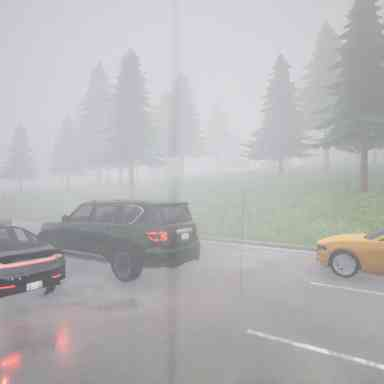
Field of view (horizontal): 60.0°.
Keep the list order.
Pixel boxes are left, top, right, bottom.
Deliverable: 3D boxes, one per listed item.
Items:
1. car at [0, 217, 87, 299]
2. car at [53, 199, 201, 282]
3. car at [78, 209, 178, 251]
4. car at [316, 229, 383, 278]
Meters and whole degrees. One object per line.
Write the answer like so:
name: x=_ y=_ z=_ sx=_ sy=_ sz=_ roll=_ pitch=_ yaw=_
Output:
car: x=-4.830 y=1.488 z=7.456 sx=4.902 sy=1.511 sz=2.128 roll=0 pitch=0 yaw=36
car: x=-2.357 y=1.219 z=9.990 sx=5.566 sy=2.045 sz=2.150 roll=0 pitch=0 yaw=35
car: x=-2.867 y=1.560 z=14.668 sx=4.181 sy=1.385 sz=1.994 roll=0 pitch=0 yaw=35
car: x=5.796 y=1.478 z=8.453 sx=5.008 sy=1.535 sz=1.882 roll=0 pitch=0 yaw=36
